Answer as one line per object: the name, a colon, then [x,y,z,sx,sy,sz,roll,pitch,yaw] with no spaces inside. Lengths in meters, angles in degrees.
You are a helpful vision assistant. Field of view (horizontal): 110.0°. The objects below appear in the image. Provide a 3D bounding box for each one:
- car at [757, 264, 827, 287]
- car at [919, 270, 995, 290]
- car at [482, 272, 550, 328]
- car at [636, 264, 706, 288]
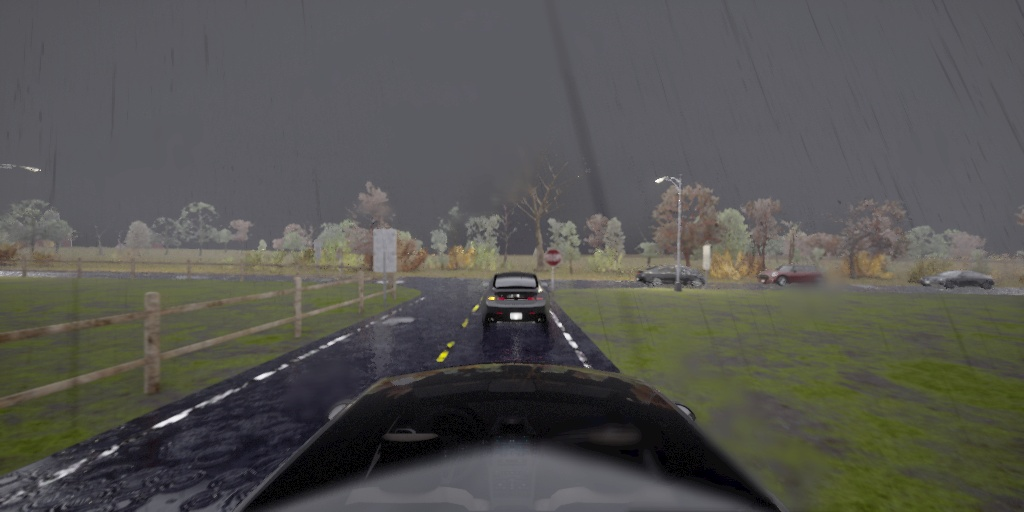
car: [22.620,1.476,29.108,4.553,1.767,2.097,1,1,0]
car: [36.064,1.886,29.083,4.674,1.442,1.812,1,1,1]
car: [0.100,1.242,11.339,1.837,1.490,4.892,0,0,0]
car: [11.593,1.481,26.204,4.892,1.490,1.837,1,0,-1]
